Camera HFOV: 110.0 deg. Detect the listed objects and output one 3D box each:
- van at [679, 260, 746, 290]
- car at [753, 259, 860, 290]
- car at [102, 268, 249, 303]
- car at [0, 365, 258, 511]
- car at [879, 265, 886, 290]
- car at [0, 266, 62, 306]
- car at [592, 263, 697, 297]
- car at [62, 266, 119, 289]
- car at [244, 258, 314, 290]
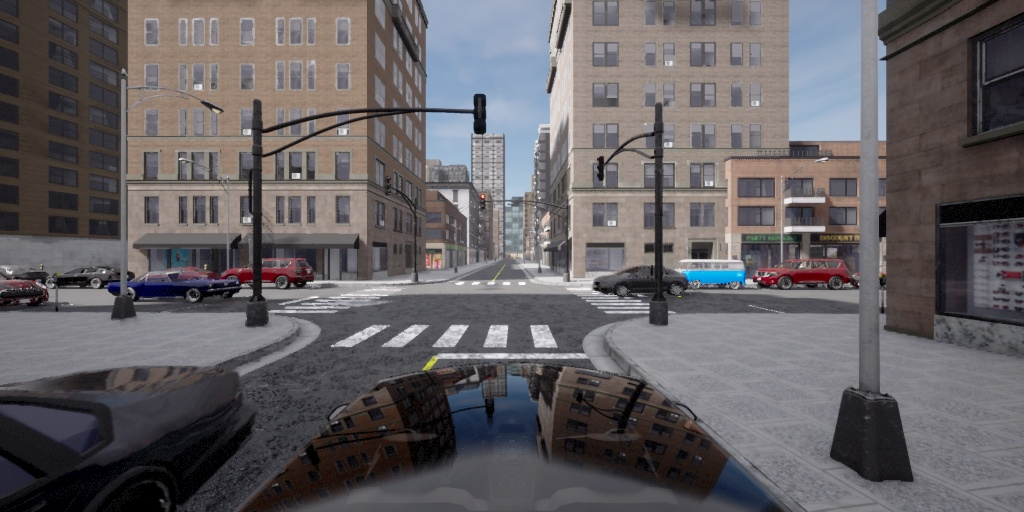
[{"bbox_3d":[12.038,1.108,21.942,3.998,1.789,1.690,0,0,0],"label":"van"},{"bbox_3d":[17.634,1.086,21.910,5.009,1.841,2.192,0,0,0],"label":"car"},{"bbox_3d":[-15.000,1.345,16.155,4.718,1.301,1.895,0,0,3],"label":"car"},{"bbox_3d":[-3.157,1.297,0.806,2.033,1.411,5.357,0,0,-1],"label":"car"},{"bbox_3d":[23.230,1.216,21.877,4.097,1.591,1.967,0,0,0],"label":"car"},{"bbox_3d":[-20.457,1.179,13.604,4.097,1.591,1.967,0,0,0],"label":"car"},{"bbox_3d":[6.582,1.267,18.463,4.892,1.490,1.837,0,0,-10],"label":"car"},{"bbox_3d":[-25.956,1.299,22.162,4.313,1.339,1.948,0,0,0],"label":"car"},{"bbox_3d":[-14.909,1.059,22.098,5.009,1.841,2.192,0,0,0],"label":"car"}]
